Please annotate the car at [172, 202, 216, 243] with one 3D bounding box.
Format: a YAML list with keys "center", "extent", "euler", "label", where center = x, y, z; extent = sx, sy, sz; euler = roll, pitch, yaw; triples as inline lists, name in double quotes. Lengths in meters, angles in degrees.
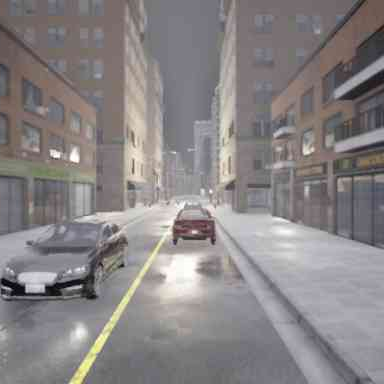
- center: [0.097, 1.480, 16.036]
  extent: [1.882, 1.535, 5.008]
  euler: [0, 0, 0]
  label: "car"

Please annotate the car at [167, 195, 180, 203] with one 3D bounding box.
- center: [-2.754, 1.203, 49.698]
  extent: [1.812, 1.442, 4.674]
  euler: [0, 0, 0]
  label: "car"

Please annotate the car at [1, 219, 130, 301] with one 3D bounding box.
- center: [-2.851, 1.493, 8.503]
  extent: [2.128, 1.511, 4.902]
  euler: [0, 0, 0]
  label: "car"
